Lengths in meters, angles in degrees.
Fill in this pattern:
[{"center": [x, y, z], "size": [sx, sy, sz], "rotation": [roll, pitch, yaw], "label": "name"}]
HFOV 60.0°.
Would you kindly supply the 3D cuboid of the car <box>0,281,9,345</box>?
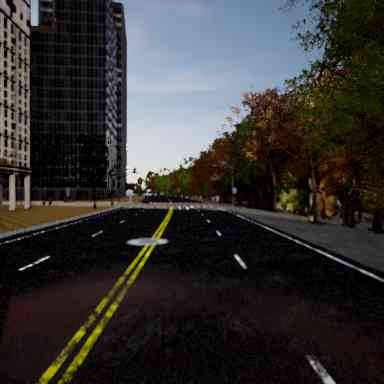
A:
[{"center": [-3.360, 1.504, 2.516], "size": [1.837, 1.490, 4.892], "rotation": [0, 0, 0], "label": "car"}]
